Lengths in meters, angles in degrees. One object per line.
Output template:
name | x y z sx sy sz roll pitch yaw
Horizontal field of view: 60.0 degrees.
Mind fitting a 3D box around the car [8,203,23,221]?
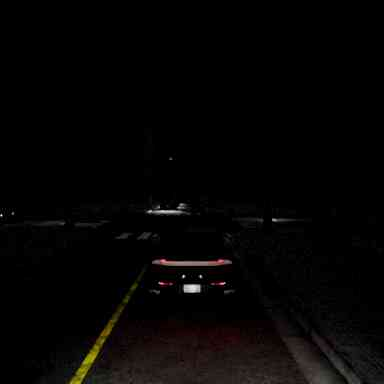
car | -15.677 1.203 23.991 5.566 2.045 2.150 0 0 0

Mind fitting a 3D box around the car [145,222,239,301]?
car | 0.004 1.489 8.298 2.128 1.511 4.902 0 0 0

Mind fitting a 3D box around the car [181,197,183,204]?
car | -2.827 1.474 51.412 1.812 1.442 4.674 0 0 0

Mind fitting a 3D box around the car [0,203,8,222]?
car | -14.763 1.534 21.449 4.313 1.339 1.947 0 0 0

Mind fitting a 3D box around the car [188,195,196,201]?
car | 0.025 1.430 81.318 1.812 1.442 4.674 0 0 0

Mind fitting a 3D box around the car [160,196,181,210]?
car | -2.839 1.528 41.343 1.994 1.385 4.181 0 0 1

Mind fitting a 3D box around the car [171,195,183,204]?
car | -2.786 1.422 63.281 2.128 1.511 4.902 0 0 0

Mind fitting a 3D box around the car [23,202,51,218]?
car | -14.755 1.572 29.475 4.313 1.339 1.947 0 0 0
